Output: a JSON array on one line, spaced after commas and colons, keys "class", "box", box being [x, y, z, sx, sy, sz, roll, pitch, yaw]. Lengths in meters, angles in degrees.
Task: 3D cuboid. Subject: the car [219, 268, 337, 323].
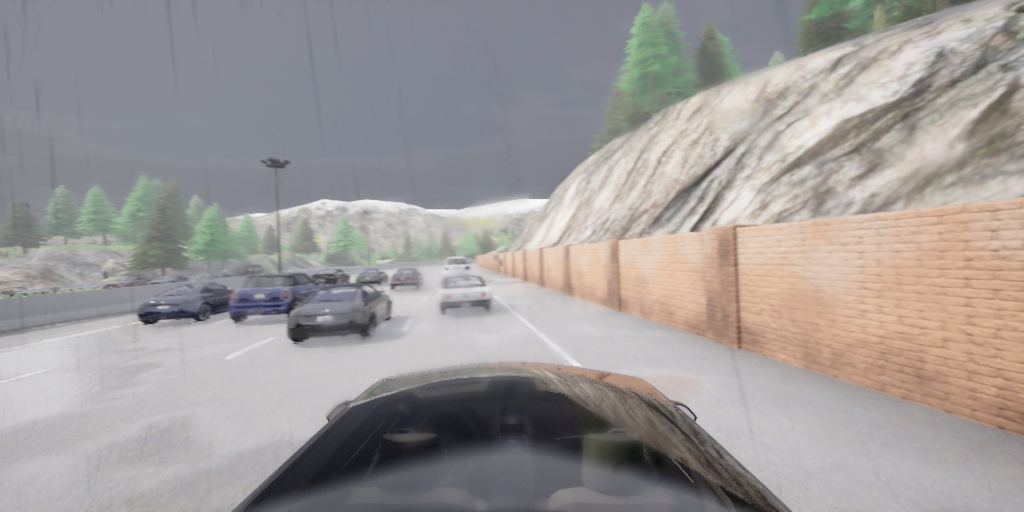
[{"class": "car", "box": [-9.038, 1.443, 14.437, 2.097, 1.767, 4.553, -2, 0, -10]}]

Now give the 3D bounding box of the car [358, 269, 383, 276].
[{"class": "car", "box": [-11.758, 1.754, 30.342, 1.994, 1.385, 4.181, -2, 0, -10]}]

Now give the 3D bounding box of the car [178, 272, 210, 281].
[{"class": "car", "box": [-30.762, 2.402, 36.607, 2.128, 1.511, 4.902, -2, 0, -10]}]

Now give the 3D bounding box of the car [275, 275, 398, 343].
[{"class": "car", "box": [-4.847, 1.496, 10.642, 1.994, 1.385, 4.181, -2, 0, -9]}]

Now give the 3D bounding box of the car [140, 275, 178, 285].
[{"class": "car", "box": [-34.211, 2.603, 36.053, 1.994, 1.385, 4.181, -2, 0, -10]}]

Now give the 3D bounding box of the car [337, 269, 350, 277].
[{"class": "car", "box": [-15.373, 1.804, 30.717, 1.882, 1.535, 5.008, -2, 0, -10]}]

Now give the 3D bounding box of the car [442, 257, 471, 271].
[{"class": "car", "box": [-4.616, 1.139, 30.001, 2.150, 2.045, 5.566, -2, 0, -10]}]

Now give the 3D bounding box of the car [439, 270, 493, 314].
[{"class": "car", "box": [-1.946, 1.422, 14.517, 1.895, 1.301, 4.718, -2, 0, -9]}]

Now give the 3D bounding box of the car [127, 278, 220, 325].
[{"class": "car", "box": [-12.601, 1.789, 14.580, 1.994, 1.385, 4.181, -2, 0, -10]}]

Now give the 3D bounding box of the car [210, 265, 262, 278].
[{"class": "car", "box": [-27.145, 1.990, 36.122, 2.150, 2.045, 5.566, -2, 0, -10]}]

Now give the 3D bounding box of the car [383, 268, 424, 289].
[{"class": "car", "box": [-7.403, 1.573, 25.522, 2.033, 1.411, 5.357, -2, 0, -9]}]

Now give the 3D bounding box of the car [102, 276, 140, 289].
[{"class": "car", "box": [-37.645, 2.734, 35.397, 1.994, 1.385, 4.181, -2, 0, -10]}]
